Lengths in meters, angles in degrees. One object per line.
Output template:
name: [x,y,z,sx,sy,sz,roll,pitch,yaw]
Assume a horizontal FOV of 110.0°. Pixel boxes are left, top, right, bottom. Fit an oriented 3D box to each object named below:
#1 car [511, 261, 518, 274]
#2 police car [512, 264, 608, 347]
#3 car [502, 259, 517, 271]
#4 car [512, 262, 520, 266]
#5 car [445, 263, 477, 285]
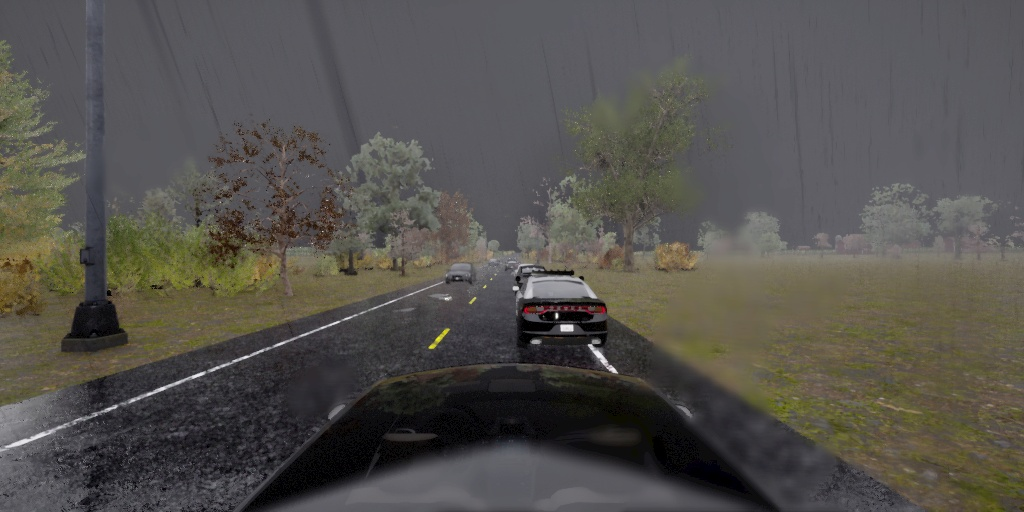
car: [1.051,1.265,25.322,1.812,1.442,4.674,0,0,0]
police car: [1.050,1.173,9.430,1.930,1.638,5.238,0,0,0]
car: [0.036,1.238,47.434,1.812,1.442,4.674,0,0,1]
car: [1.050,1.248,19.321,1.837,1.490,4.892,0,0,0]
car: [-3.600,1.243,25.981,1.837,1.490,4.892,0,0,0]
